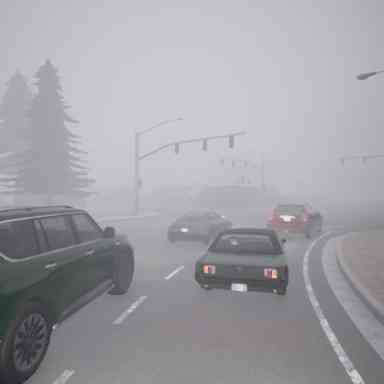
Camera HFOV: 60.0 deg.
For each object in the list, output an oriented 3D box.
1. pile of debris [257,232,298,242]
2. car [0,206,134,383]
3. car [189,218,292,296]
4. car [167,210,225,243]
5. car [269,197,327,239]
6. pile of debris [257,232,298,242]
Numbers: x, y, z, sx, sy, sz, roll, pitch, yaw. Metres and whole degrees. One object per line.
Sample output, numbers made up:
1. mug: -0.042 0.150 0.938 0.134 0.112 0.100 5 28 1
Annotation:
1. pile of debris: 4.173 2.163 16.119 1.500 0.140 1.860 0 0 29
2. car: -2.758 1.228 5.649 2.150 2.045 5.566 0 0 8
3. car: 1.505 1.596 8.728 1.895 1.301 4.718 0 0 15
4. car: 0.513 1.559 15.770 1.994 1.385 4.181 0 0 24
5. car: 5.595 1.331 17.719 2.097 1.767 4.553 0 0 30
6. pile of debris: 4.173 2.163 16.119 1.500 0.140 1.860 0 0 29
